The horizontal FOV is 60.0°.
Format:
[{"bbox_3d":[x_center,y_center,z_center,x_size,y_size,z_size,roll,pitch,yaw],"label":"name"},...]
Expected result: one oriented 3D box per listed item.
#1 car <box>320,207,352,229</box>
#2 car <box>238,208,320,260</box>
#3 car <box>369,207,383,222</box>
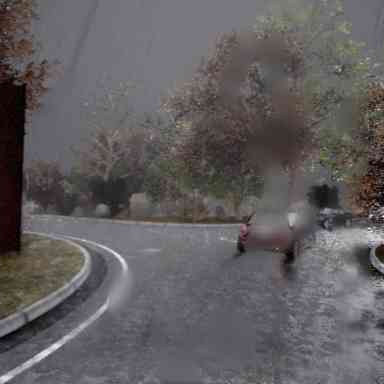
[{"bbox_3d":[10.323,1.906,25.445,5.008,1.535,1.882,2,0,-38],"label":"car"},{"bbox_3d":[3.615,1.520,13.668,2.097,1.767,4.553,2,0,30],"label":"car"},{"bbox_3d":[19.196,2.199,32.609,4.892,1.490,1.837,2,0,-39],"label":"car"}]
